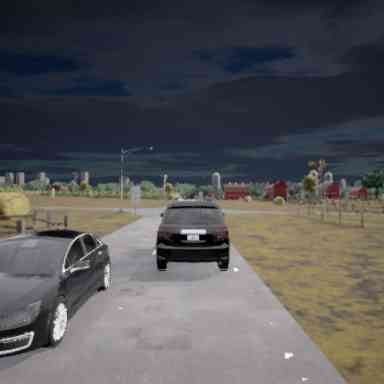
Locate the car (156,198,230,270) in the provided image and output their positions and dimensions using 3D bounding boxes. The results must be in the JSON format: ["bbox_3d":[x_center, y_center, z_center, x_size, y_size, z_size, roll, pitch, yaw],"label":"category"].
[{"bbox_3d":[0.024,1.322,11.550,2.150,2.045,5.566,0,0,0],"label":"car"}]

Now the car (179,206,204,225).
[{"bbox_3d":[-0.087,1.845,27.244,1.895,1.301,4.718,0,-1,-1],"label":"car"}]

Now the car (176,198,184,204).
[{"bbox_3d":[-3.045,2.401,86.927,1.812,1.442,4.674,0,-1,0],"label":"car"}]

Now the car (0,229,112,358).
[{"bbox_3d":[-2.885,1.560,6.444,1.837,1.490,4.892,0,0,0],"label":"car"}]
